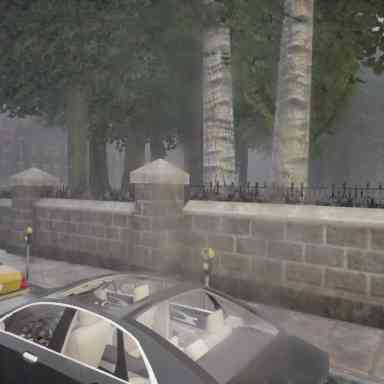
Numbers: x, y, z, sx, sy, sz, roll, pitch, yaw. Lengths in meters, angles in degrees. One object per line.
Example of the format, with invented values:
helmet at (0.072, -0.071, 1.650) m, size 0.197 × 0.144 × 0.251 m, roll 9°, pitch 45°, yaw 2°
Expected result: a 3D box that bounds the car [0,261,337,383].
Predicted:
car at (-0.871, 1.550, 3.416) m, size 4.403 × 1.369 × 2.008 m, roll 0°, pitch 1°, yaw 36°
